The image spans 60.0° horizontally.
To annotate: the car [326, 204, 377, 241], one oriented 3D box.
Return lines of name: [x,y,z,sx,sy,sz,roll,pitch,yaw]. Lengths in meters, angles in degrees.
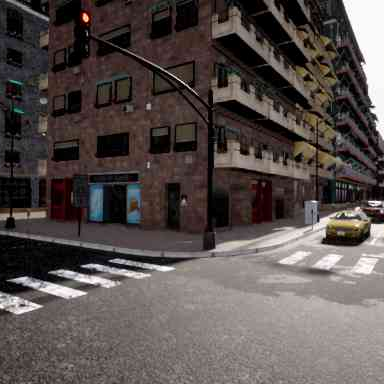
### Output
car: [8.021,1.535,16.899,1.752,1.417,4.829,1,1,34]

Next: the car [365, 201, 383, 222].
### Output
car: [14.405,1.457,26.411,1.967,1.590,4.097,1,1,34]
